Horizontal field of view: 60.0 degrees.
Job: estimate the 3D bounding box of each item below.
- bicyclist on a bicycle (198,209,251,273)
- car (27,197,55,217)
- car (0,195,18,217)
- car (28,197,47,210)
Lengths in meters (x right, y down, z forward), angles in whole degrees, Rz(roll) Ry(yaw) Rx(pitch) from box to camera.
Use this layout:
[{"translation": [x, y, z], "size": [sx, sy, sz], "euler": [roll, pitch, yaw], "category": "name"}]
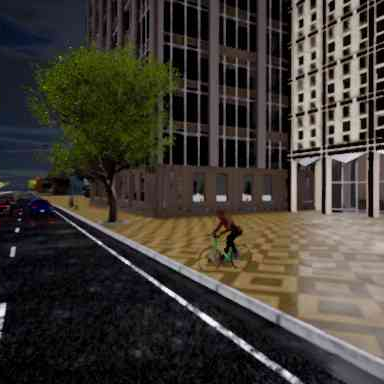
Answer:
[{"translation": [0.885, 1.273, 8.677], "size": [1.656, 1.620, 0.582], "euler": [0, 0, -27], "category": "bicyclist on a bicycle"}, {"translation": [-13.305, 1.366, 29.341], "size": [1.812, 1.442, 4.674], "euler": [0, 0, -26], "category": "car"}, {"translation": [-16.565, 1.321, 28.805], "size": [2.128, 1.511, 4.902], "euler": [0, 0, -27], "category": "car"}, {"translation": [-18.814, 1.324, 40.405], "size": [2.033, 1.411, 5.357], "euler": [0, 0, -26], "category": "car"}]
